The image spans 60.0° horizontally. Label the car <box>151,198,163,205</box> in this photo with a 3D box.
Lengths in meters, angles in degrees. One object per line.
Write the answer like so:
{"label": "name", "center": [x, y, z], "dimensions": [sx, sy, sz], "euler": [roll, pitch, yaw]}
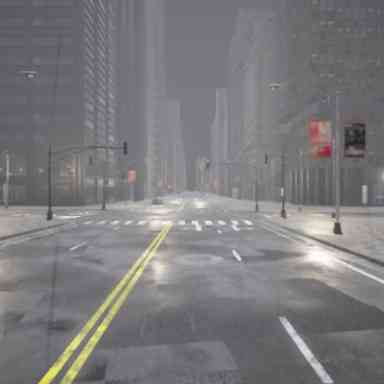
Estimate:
{"label": "car", "center": [-6.505, 1.799, 62.867], "dimensions": [1.994, 1.385, 4.181], "euler": [0, 0, 0]}
